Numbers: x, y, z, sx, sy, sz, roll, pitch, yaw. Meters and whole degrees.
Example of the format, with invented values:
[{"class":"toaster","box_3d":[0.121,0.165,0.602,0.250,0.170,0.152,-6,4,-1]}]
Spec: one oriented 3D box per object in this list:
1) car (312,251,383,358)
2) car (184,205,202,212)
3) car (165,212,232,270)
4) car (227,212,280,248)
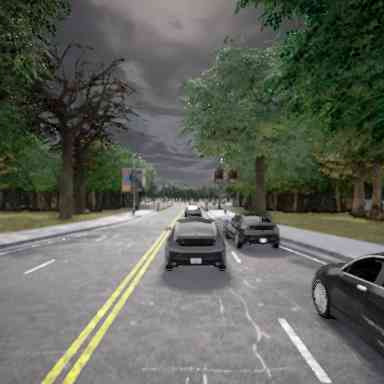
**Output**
[{"class":"car","box_3d":[3.279,1.565,4.670,1.837,1.490,4.892,0,-1,0]},{"class":"car","box_3d":[0.125,2.225,38.970,1.994,1.385,4.181,0,-1,0]},{"class":"car","box_3d":[0.108,1.662,11.584,1.837,1.490,4.892,0,0,0]},{"class":"car","box_3d":[2.751,1.731,15.970,1.837,1.490,4.892,0,0,-4]}]
